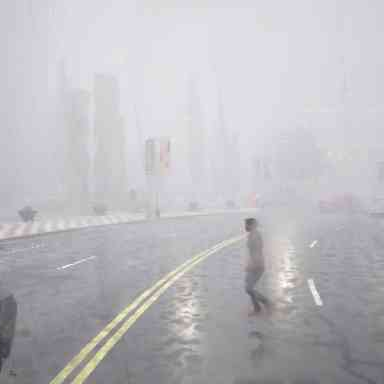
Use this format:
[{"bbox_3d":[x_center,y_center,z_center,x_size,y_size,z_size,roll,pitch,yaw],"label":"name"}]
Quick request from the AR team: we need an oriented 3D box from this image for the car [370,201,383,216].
[{"bbox_3d":[18.275,1.526,30.657,4.674,1.442,1.812,0,0,-32],"label":"car"}]

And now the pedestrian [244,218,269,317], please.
[{"bbox_3d":[1.143,1.294,5.967,0.375,1.860,0.375,0,0,11],"label":"pedestrian"}]

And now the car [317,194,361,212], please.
[{"bbox_3d":[16.915,1.221,38.215,5.566,2.045,2.150,0,0,-27],"label":"car"}]

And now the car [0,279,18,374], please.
[{"bbox_3d":[-3.257,1.505,2.214,1.837,1.490,4.892,-1,0,6],"label":"car"}]
